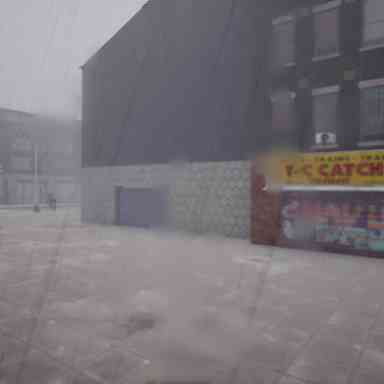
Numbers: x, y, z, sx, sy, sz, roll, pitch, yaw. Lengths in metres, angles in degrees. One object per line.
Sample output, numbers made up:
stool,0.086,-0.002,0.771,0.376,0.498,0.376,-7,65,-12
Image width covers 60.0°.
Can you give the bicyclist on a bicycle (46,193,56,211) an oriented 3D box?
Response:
bicyclist on a bicycle,-12.711,0.918,29.928,1.656,1.620,0.582,1,1,35
